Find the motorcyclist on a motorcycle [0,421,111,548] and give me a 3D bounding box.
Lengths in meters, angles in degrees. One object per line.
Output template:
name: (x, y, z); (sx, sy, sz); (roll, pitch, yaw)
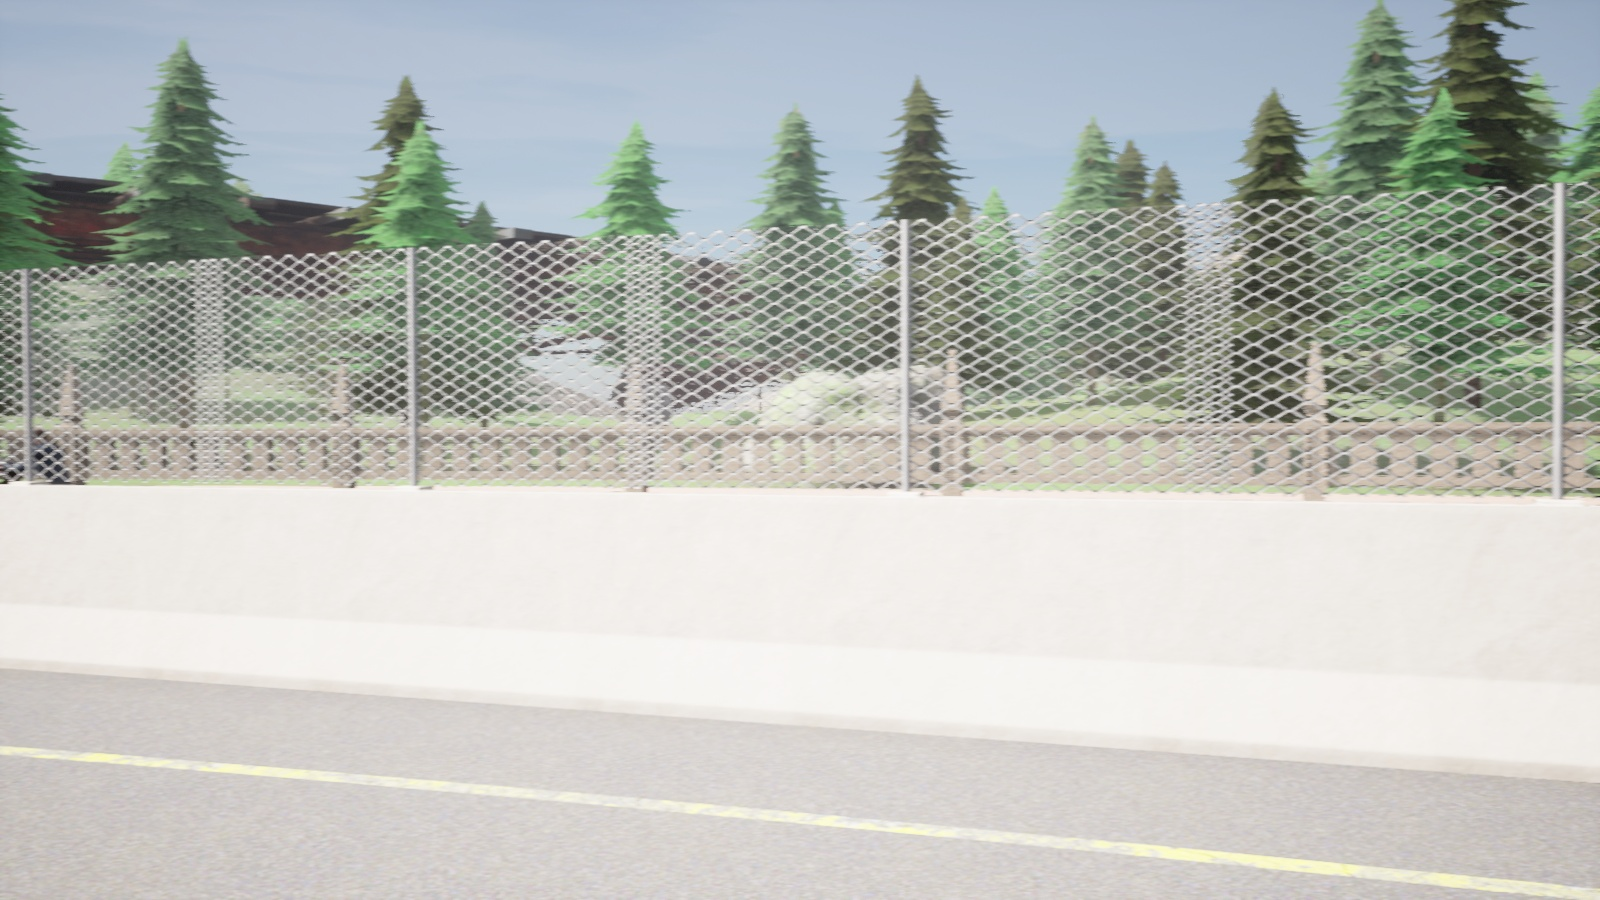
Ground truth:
motorcyclist on a motorcycle: (-10.135, 0.423, 16.405); (1.817, 1.590, 0.866); (0, 2, 10)
